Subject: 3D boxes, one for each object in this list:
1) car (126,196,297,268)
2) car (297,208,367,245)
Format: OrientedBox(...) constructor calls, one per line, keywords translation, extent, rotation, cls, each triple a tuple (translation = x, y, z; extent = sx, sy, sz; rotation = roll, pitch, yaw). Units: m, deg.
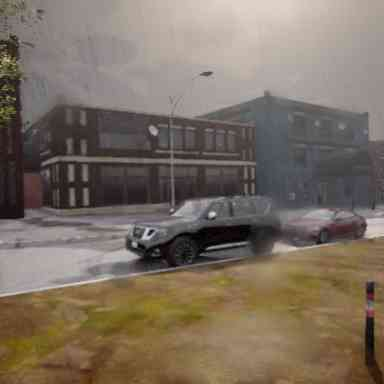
OrientedBox(translation=(0.630, 1.161, 11.128), extent=(5.566, 2.045, 2.435), rotation=(0, 0, -35), cls="car")
OrientedBox(translation=(6.116, 1.450, 15.051), extent=(4.674, 1.452, 2.002), rotation=(0, 0, -35), cls="car")
